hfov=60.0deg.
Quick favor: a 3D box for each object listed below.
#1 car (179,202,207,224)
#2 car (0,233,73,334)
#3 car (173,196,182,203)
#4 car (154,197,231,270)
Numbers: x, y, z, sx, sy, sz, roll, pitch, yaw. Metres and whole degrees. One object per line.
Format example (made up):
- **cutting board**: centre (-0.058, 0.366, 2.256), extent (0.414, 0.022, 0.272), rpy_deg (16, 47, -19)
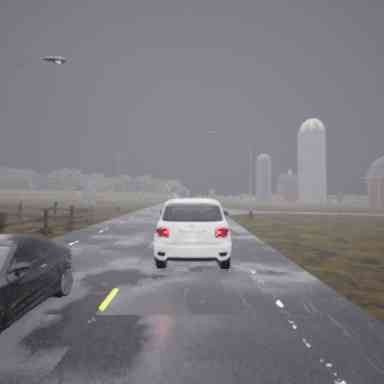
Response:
- **car**: centre (0.105, 1.586, 26.278), extent (2.033, 1.411, 5.357), rpy_deg (0, 0, 1)
- **car**: centre (-3.599, 1.530, 5.871), extent (1.812, 1.442, 4.674), rpy_deg (0, 0, 0)
- **car**: centre (-3.509, 1.840, 81.068), extent (1.882, 1.535, 5.008), rpy_deg (0, 0, 0)
- **car**: centre (0.071, 1.229, 11.216), extent (2.150, 2.045, 5.566), rpy_deg (0, 0, 1)
